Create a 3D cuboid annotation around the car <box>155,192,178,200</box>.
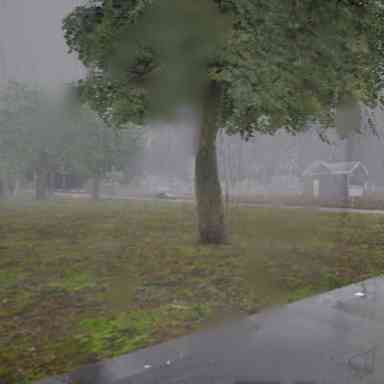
[{"bbox_3d":[-4.759,0.794,61.064,2.033,1.411,5.357,2,0,-36],"label":"car"}]
